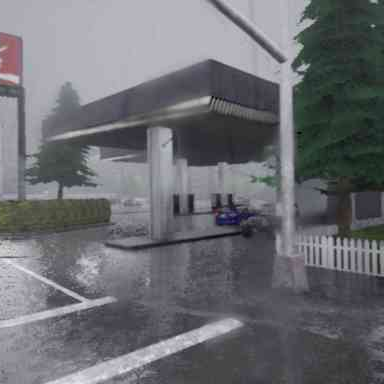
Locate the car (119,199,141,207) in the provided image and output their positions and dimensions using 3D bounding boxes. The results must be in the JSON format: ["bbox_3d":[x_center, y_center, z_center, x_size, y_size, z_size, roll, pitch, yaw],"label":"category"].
[{"bbox_3d":[-12.012,2.228,66.655,2.007,1.523,4.514,0,-1,-43],"label":"car"}]

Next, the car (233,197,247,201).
[{"bbox_3d":[9.281,1.981,75.765,2.152,1.636,5.027,0,-1,-43],"label":"car"}]

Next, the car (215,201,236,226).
[{"bbox_3d":[3.866,1.755,25.339,4.611,1.667,2.242,0,-1,-43],"label":"car"}]

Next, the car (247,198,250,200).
[{"bbox_3d":[11.554,1.972,77.927,2.007,1.523,4.514,0,-1,-43],"label":"car"}]

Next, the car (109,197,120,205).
[{"bbox_3d":[-19.848,2.327,84.596,1.932,1.855,4.605,0,-1,-43],"label":"car"}]

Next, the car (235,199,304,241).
[{"bbox_3d":[4.504,1.511,18.238,3.866,1.878,1.905,0,-1,-43],"label":"car"}]
